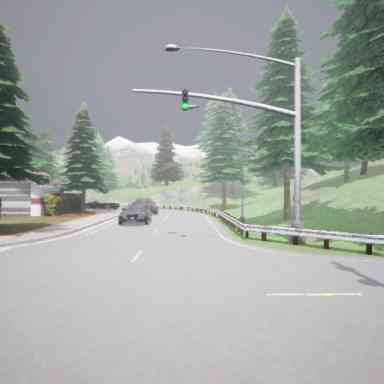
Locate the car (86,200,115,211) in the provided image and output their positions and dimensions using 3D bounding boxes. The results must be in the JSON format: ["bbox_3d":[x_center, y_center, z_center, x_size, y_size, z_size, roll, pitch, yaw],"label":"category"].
[{"bbox_3d":[-11.446,1.605,41.500,4.718,1.301,1.895,0,0,14],"label":"car"}]

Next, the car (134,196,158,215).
[{"bbox_3d":[-4.863,1.350,33.770,2.097,1.767,4.553,0,0,-19],"label":"car"}]

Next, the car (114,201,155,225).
[{"bbox_3d":[-4.018,1.562,23.980,1.994,1.385,4.181,0,0,-2],"label":"car"}]
